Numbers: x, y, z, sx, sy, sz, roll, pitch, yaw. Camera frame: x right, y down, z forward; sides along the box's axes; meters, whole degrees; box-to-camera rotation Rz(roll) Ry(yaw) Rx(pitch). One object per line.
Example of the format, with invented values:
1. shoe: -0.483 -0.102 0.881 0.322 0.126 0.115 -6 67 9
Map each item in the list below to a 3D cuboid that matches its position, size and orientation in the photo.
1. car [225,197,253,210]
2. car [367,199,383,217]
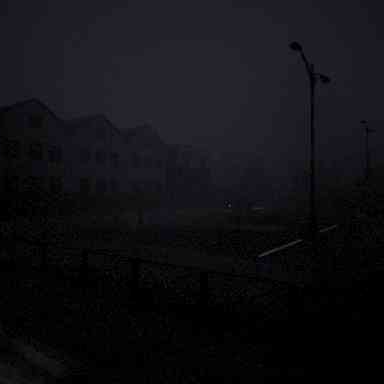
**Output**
1. car: 5.632 1.313 39.493 1.837 1.490 4.892 0 0 35
2. car: 15.422 1.298 26.809 2.007 1.523 4.514 0 0 35
